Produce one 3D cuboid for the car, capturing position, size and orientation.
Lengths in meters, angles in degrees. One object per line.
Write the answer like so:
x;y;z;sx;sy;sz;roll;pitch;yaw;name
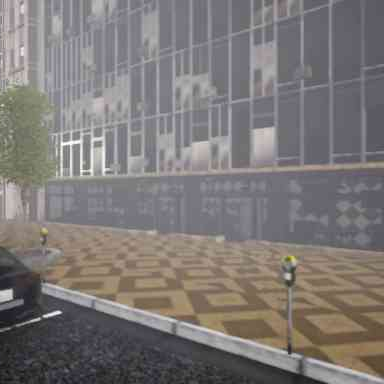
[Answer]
-4.473;1.565;6.066;4.313;1.339;1.947;0;0;35;car
